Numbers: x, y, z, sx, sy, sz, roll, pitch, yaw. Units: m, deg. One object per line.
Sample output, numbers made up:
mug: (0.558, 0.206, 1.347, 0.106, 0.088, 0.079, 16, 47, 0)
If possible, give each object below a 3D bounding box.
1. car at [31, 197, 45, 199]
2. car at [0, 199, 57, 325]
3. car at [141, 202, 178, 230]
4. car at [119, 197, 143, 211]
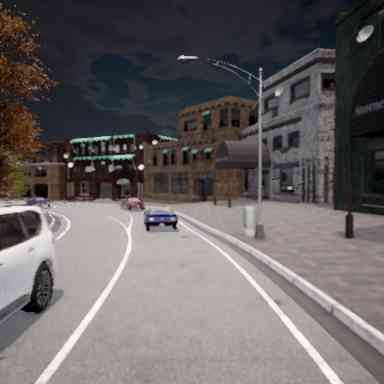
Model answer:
car: (-20.587, 1.421, 44.626, 4.674, 1.442, 1.812, 0, 1, 44)
car: (-3.776, 1.240, 4.736, 2.150, 2.045, 5.566, 0, 0, -3)
car: (-2.076, 1.574, 21.162, 1.895, 1.301, 4.718, -1, 0, -10)
car: (-6.914, 1.351, 38.188, 1.812, 1.442, 4.674, -1, 1, -27)
